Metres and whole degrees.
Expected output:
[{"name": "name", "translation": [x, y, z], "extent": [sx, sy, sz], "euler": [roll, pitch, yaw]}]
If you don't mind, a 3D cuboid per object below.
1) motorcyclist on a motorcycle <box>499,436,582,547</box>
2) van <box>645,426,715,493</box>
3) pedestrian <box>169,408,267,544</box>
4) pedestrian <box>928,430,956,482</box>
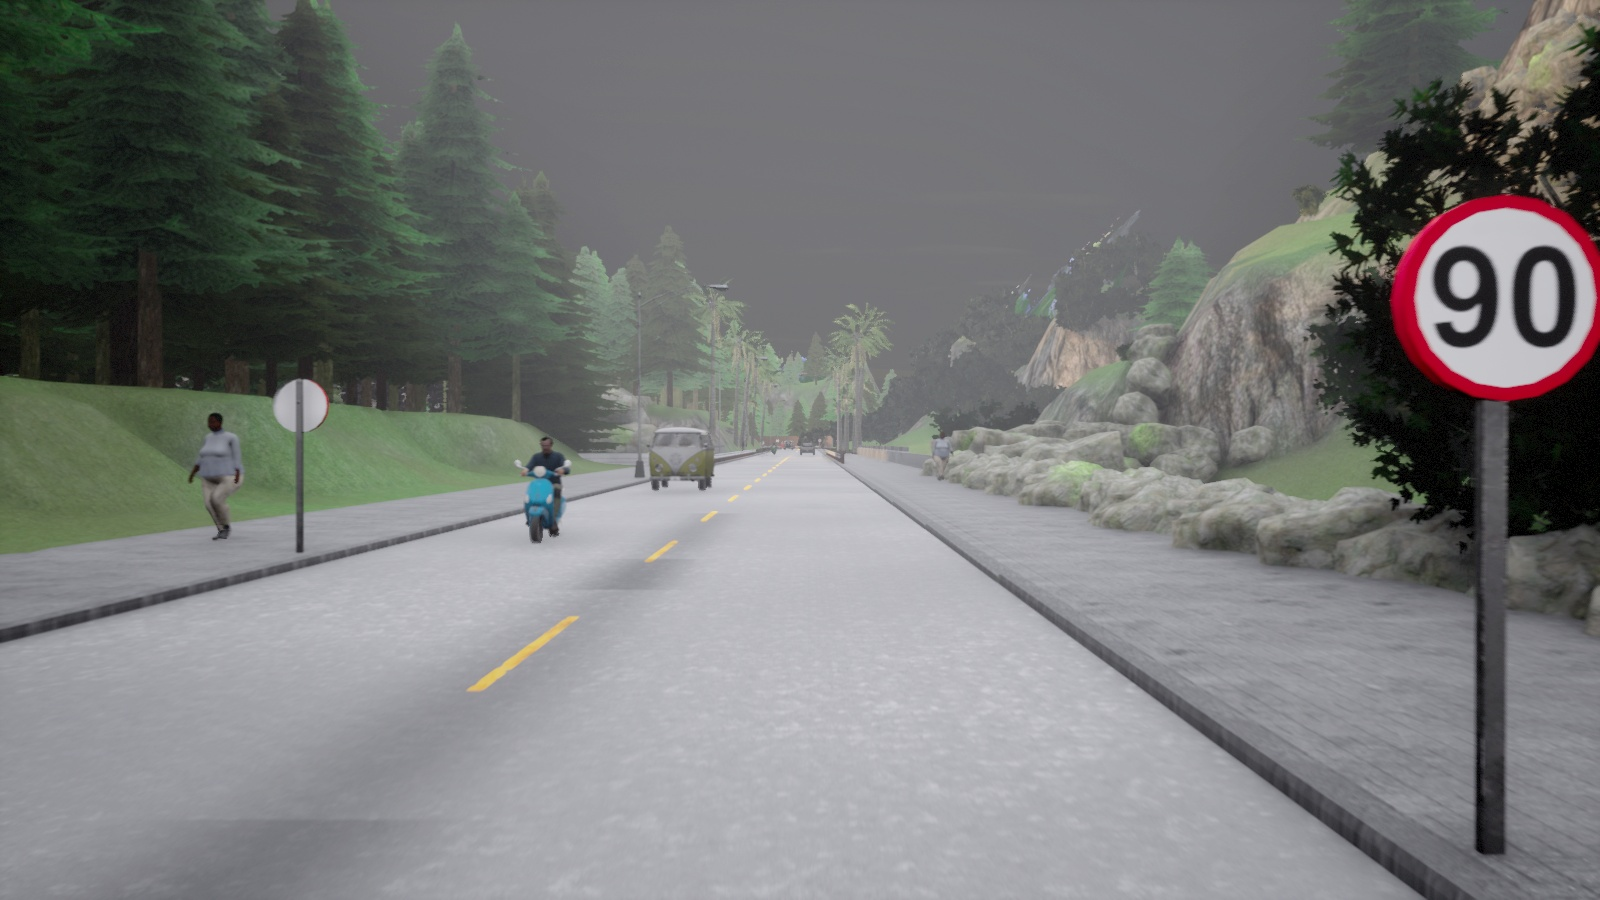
[{"name": "motorcyclist on a motorcycle", "translation": [-3.875, 0.590, 18.919], "extent": [0.866, 1.590, 1.817], "euler": [0, 0, 0]}, {"name": "van", "translation": [-3.755, 0.270, 39.927], "extent": [1.775, 1.987, 4.442], "euler": [0, 0, 0]}, {"name": "pedestrian", "translation": [-8.177, 0.350, 17.663], "extent": [0.874, 1.855, 0.900], "euler": [0, 0, 17]}, {"name": "pedestrian", "translation": [5.103, 0.206, 45.123], "extent": [0.874, 1.855, 0.900], "euler": [0, 0, -3]}]
